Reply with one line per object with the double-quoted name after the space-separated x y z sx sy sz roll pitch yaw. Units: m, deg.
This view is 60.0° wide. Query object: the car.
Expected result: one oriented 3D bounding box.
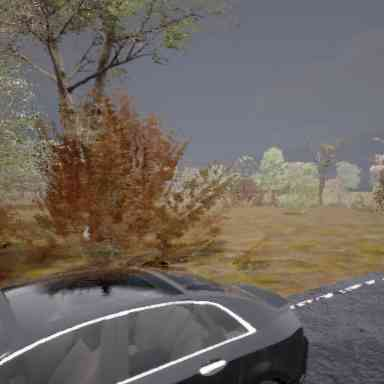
-1.096 1.505 2.595 4.892 1.490 1.837 0 0 -35 "car"
